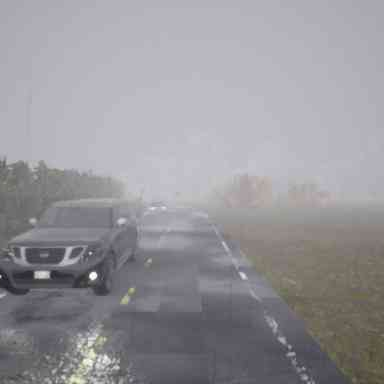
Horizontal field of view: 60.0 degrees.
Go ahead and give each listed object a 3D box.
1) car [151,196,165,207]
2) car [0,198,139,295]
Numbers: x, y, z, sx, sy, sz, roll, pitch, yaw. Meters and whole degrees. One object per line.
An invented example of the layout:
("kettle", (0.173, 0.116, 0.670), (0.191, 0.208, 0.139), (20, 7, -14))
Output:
("car", (-5.259, 1.422, 51.240), (1.882, 1.535, 5.008), (0, 0, -9))
("car", (-2.852, 1.217, 9.086), (2.150, 2.045, 5.566), (0, 0, 0))
